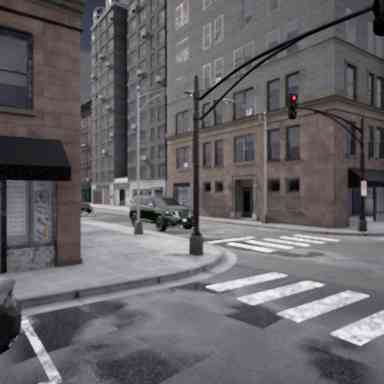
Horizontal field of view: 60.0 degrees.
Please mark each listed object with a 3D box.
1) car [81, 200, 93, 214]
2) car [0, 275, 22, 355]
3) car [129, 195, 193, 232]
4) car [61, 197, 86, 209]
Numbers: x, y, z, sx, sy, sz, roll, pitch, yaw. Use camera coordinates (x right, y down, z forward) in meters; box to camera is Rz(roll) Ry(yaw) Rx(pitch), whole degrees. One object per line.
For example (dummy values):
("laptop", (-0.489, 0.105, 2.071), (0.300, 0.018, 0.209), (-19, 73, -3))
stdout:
("car", (-12.093, 1.542, 34.918), (2.033, 1.411, 5.357), (0, 0, -36))
("car", (-4.258, 1.551, 3.487), (4.403, 1.369, 2.008), (0, 0, -36))
("car", (-2.018, 1.232, 20.875), (2.150, 2.045, 5.566), (0, 0, -36))
("car", (-16.706, 1.525, 46.746), (2.033, 1.411, 5.357), (0, 0, -35))
